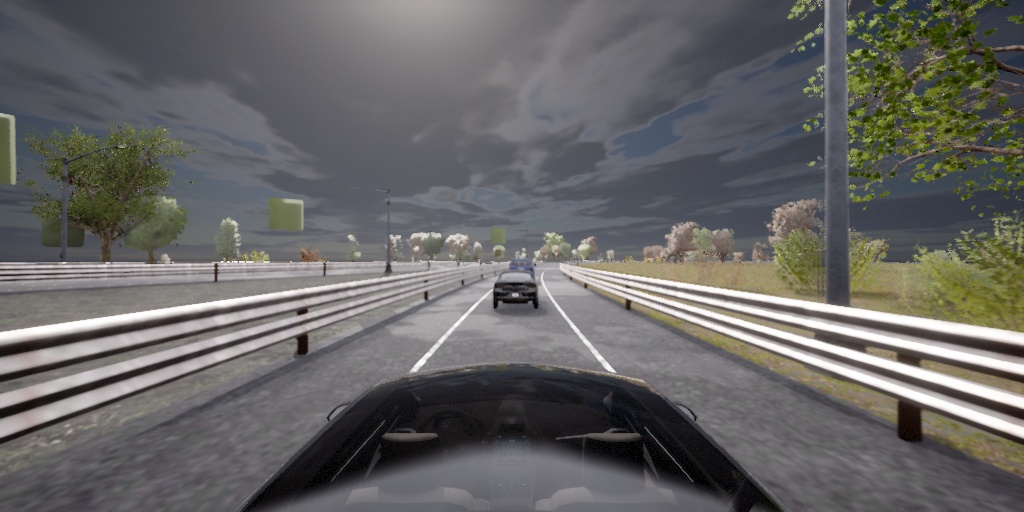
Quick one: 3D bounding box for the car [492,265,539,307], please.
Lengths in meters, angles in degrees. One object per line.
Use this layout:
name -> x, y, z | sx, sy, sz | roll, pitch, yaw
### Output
car -> 0.207, 1.363, 16.258 | 1.882, 1.535, 5.008 | 0, 0, 2

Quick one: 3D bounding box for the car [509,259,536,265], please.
car -> 0.872, 1.237, 30.715 | 2.150, 2.045, 5.566 | 0, 0, 4
